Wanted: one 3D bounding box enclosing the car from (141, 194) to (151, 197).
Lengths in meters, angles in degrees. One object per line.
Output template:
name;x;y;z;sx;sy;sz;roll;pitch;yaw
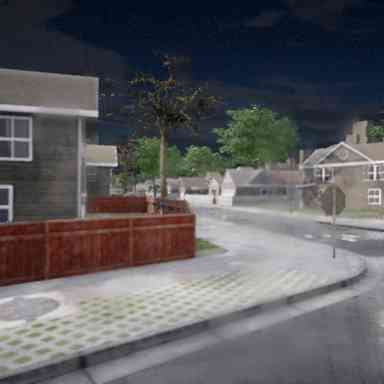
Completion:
car;-12.082;1.405;92.575;2.033;1.411;5.357;0;0;-15

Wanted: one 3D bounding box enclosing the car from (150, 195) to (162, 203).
car;-5.511;1.463;58.504;2.033;1.411;5.357;0;0;-15
